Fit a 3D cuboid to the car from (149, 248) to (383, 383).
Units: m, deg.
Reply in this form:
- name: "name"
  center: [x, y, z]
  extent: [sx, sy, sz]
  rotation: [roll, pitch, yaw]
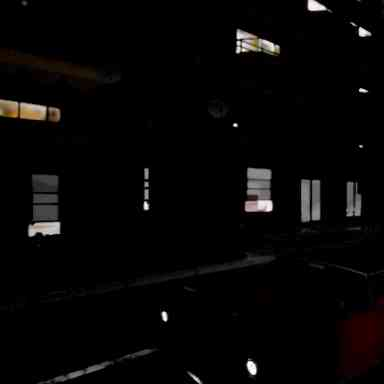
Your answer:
- name: "car"
  center: [1.831, 1.571, 4.677]
  extent: [4.718, 1.301, 1.895]
  rotation: [0, 0, -36]
